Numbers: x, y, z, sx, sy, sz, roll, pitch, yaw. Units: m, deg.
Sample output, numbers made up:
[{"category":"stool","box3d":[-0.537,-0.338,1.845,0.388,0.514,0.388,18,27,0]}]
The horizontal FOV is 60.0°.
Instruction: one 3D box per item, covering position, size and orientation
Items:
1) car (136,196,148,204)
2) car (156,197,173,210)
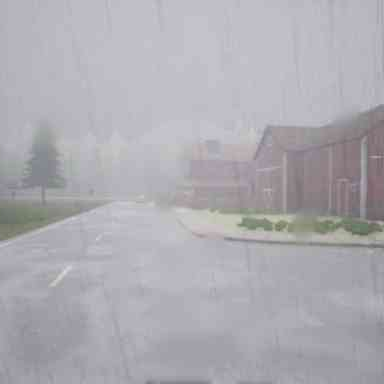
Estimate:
[{"category":"car","box3d":[-9.321,1.385,62.011,1.882,1.535,5.008,1,0,-8]},{"category":"car","box3d":[-3.524,1.424,42.206,1.816,1.474,4.193,-5,1,-11]}]
